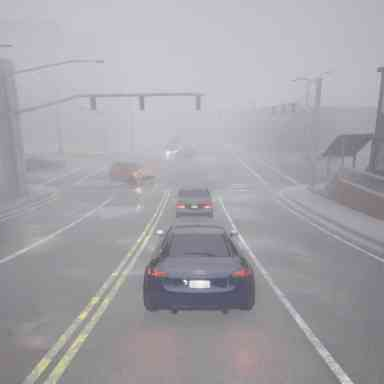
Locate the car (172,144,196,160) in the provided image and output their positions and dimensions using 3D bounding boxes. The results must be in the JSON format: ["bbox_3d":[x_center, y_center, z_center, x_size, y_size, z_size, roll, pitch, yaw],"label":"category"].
[{"bbox_3d":[-0.842,-5.230,44.442,1.812,1.442,4.674,4,13,16],"label":"car"}]

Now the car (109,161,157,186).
[{"bbox_3d":[-4.956,-1.684,27.494,2.097,1.767,4.553,-13,18,-43],"label":"car"}]

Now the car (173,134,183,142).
[{"bbox_3d":[-3.393,-10.489,68.398,2.128,1.511,4.902,0,12,0],"label":"car"}]

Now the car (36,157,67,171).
[{"bbox_3d":[-15.502,-2.961,34.480,4.718,1.301,1.895,0,12,0],"label":"car"}]

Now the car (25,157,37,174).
[{"bbox_3d":[-17.715,-2.324,31.011,5.008,1.535,1.882,0,12,0],"label":"car"}]

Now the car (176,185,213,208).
[{"bbox_3d":[0.120,0.361,17.259,2.033,1.411,5.357,0,8,0],"label":"car"}]

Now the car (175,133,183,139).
[{"bbox_3d":[-3.362,-14.791,87.988,1.812,1.442,4.674,0,12,0],"label":"car"}]

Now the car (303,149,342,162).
[{"bbox_3d":[16.183,-4.552,41.324,4.674,1.442,1.812,0,12,0],"label":"car"}]

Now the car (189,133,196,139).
[{"bbox_3d":[0.136,-14.505,86.566,1.837,1.490,4.892,0,12,0],"label":"car"}]

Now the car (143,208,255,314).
[{"bbox_3d":[0.115,1.346,7.376,1.994,1.385,4.181,0,3,0],"label":"car"}]

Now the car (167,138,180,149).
[{"bbox_3d":[-3.480,-8.294,58.752,1.895,1.301,4.718,0,12,-2],"label":"car"}]
